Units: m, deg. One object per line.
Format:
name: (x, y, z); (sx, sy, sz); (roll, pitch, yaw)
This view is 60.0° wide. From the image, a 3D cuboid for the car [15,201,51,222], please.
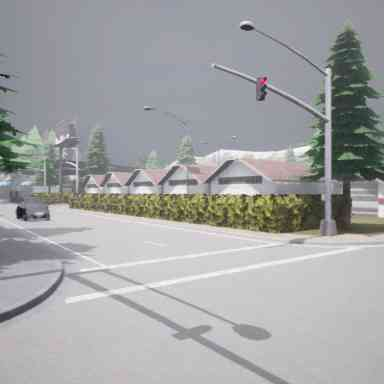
car: (-12.679, 1.484, 26.421); (2.128, 1.511, 4.902); (0, 1, -37)
